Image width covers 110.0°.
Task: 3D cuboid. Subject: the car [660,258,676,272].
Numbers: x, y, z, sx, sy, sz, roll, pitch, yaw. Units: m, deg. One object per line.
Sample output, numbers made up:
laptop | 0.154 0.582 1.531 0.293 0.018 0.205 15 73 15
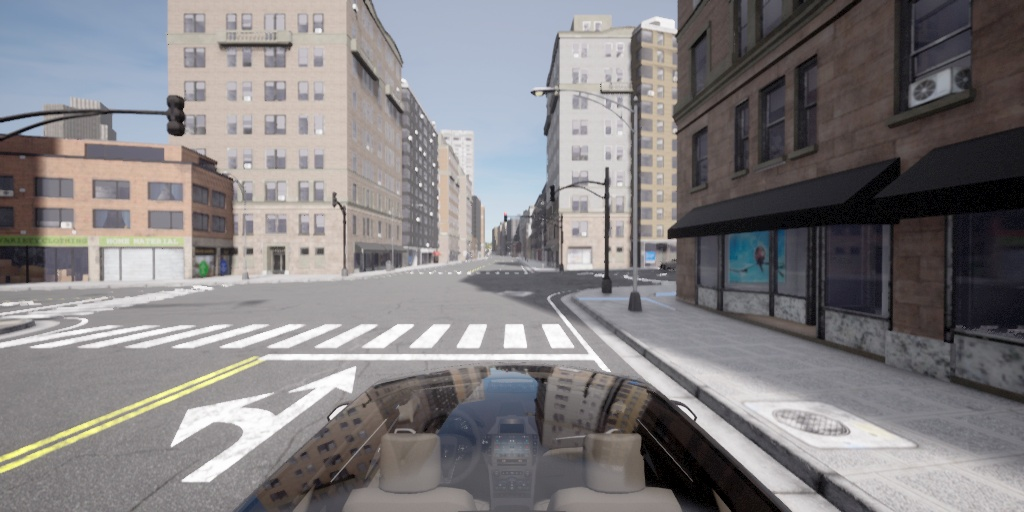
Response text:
car | 17.357 0.822 36.404 4.892 1.490 1.837 -1 1 -17
